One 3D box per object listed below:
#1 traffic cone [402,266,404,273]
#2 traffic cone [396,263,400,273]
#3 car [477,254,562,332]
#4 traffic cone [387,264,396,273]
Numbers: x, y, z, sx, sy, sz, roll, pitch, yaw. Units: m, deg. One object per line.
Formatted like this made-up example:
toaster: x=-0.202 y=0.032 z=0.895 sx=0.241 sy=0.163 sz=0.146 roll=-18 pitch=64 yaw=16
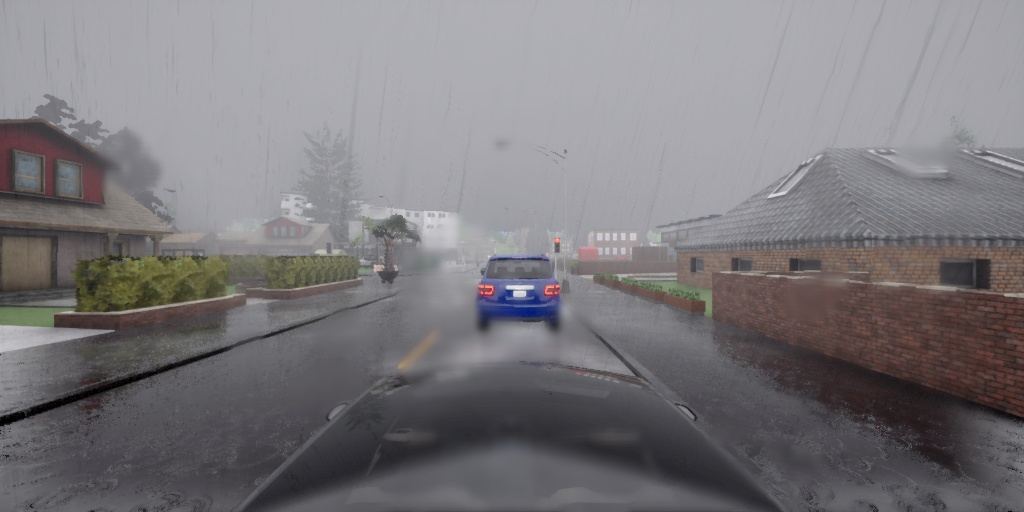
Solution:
traffic cone: x=-14.049 y=1.582 z=47.482 sx=0.344 sy=0.586 sz=0.344 roll=0 pitch=0 yaw=0
traffic cone: x=-15.056 y=1.558 z=46.450 sx=0.344 sy=0.586 sz=0.344 roll=0 pitch=0 yaw=0
car: x=0.185 y=0.971 z=11.005 sx=2.150 sy=2.045 sz=5.566 roll=0 pitch=0 yaw=0
traffic cone: x=-15.421 y=1.561 z=45.883 sx=0.344 sy=0.586 sz=0.344 roll=0 pitch=0 yaw=0
